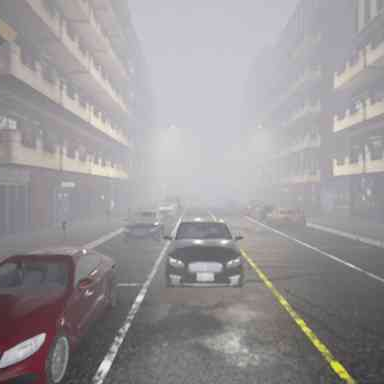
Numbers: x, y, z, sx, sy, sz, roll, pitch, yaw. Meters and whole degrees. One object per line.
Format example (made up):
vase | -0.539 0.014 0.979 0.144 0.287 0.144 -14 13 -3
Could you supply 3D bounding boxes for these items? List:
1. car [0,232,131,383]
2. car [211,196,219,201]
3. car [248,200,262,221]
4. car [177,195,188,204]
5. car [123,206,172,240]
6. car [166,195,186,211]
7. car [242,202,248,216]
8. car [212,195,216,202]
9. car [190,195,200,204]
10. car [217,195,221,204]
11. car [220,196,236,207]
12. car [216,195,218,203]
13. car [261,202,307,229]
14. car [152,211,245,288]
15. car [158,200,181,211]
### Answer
car | -2.321 1.595 5.233 1.802 1.307 4.206 -1 0 0
car | 6.478 1.799 94.797 2.008 1.369 4.403 -1 0 0
car | 6.164 1.636 27.573 1.947 1.339 4.313 -1 0 0
car | -2.010 1.502 72.458 2.192 1.841 5.009 -1 0 0
car | -2.268 1.592 16.438 2.008 1.369 4.403 -1 0 0
car | -2.167 1.414 38.846 2.192 1.841 5.009 -1 0 0
car | 6.188 1.524 33.176 1.967 1.590 4.097 -1 0 0
car | 6.398 1.642 77.992 1.967 1.590 4.097 -1 0 0
car | 0.689 1.536 71.547 2.097 1.767 4.553 0 0 0
car | 6.320 1.708 61.186 2.008 1.369 4.403 -1 0 0
car | 6.295 1.709 55.583 1.947 1.339 4.313 -1 0 0
car | 6.347 1.698 66.958 1.752 1.417 4.829 -1 0 0
car | 6.138 1.581 22.142 1.752 1.417 4.829 -1 0 0
car | 0.305 1.515 9.390 2.128 1.511 4.902 0 0 1
car | -2.216 1.621 27.641 2.008 1.369 4.403 -1 0 0
